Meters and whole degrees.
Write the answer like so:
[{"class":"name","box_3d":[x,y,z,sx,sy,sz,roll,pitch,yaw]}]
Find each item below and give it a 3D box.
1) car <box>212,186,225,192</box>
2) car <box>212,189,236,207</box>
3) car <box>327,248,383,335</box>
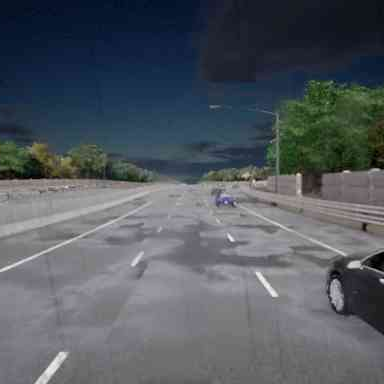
[{"class":"car","box_3d":[4.568,-0.219,60.116,1.837,1.490,4.892,0,2,5]},{"class":"car","box_3d":[3.520,0.798,36.452,1.812,1.442,4.674,0,2,0]},{"class":"car","box_3d":[3.500,1.433,4.491,1.837,1.490,4.892,0,0,0]}]
